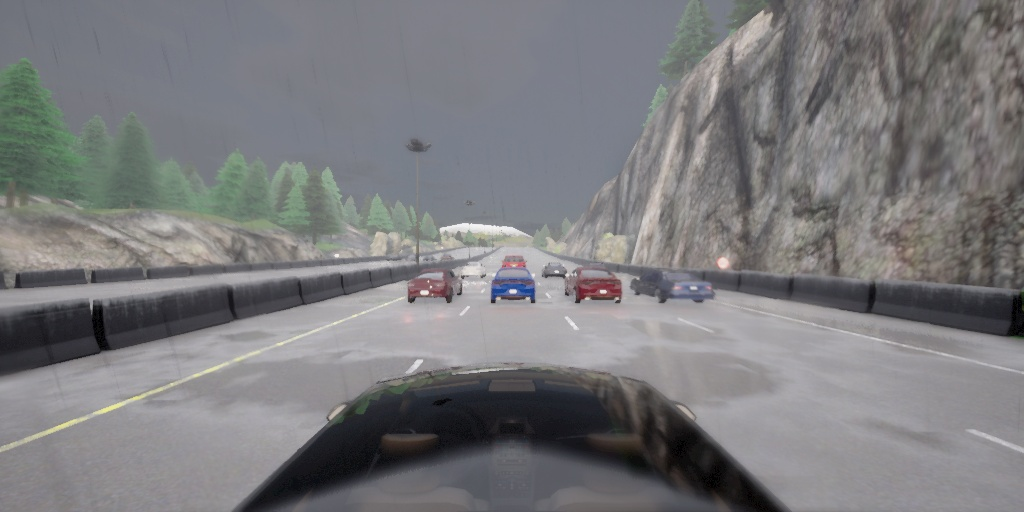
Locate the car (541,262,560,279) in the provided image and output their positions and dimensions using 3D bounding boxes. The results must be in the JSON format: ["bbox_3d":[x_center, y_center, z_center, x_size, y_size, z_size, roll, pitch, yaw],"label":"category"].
[{"bbox_3d":[3.679,1.243,31.398,1.994,1.385,4.181,0,0,0],"label":"car"}]

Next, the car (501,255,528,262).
[{"bbox_3d":[0.180,0.928,31.454,2.150,2.045,5.566,0,0,0],"label":"car"}]

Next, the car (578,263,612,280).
[{"bbox_3d":[7.180,1.287,31.401,1.895,1.301,4.718,0,0,0],"label":"car"}]

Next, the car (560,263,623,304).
[{"bbox_3d":[3.563,1.233,16.402,1.882,1.535,5.008,0,0,0],"label":"car"}]

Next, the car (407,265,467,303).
[{"bbox_3d":[-3.437,1.281,16.457,1.812,1.442,4.674,0,0,0],"label":"car"}]

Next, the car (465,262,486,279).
[{"bbox_3d":[-3.320,1.204,31.452,1.812,1.442,4.674,0,0,0],"label":"car"}]

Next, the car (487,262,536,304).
[{"bbox_3d":[0.063,1.233,16.430,1.882,1.535,5.008,0,0,0],"label":"car"}]

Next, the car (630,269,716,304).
[{"bbox_3d":[7.063,1.311,16.375,2.033,1.411,5.357,0,0,0],"label":"car"}]
